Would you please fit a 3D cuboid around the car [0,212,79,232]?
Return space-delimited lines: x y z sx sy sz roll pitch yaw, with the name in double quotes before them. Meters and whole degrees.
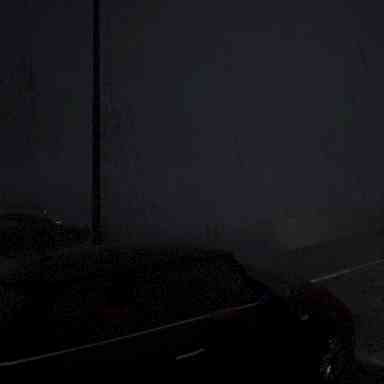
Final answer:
"car" -6.433 1.618 12.354 4.718 1.301 1.895 0 0 -36

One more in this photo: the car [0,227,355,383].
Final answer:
"car" -0.157 1.356 3.763 4.553 1.767 2.097 0 0 -36

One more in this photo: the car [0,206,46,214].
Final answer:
"car" -8.440 1.546 15.220 4.674 1.442 1.812 0 0 -36

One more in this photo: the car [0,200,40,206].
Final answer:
"car" -11.814 1.380 21.425 4.553 1.767 2.097 0 0 -36
